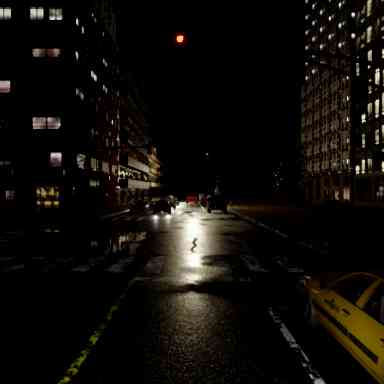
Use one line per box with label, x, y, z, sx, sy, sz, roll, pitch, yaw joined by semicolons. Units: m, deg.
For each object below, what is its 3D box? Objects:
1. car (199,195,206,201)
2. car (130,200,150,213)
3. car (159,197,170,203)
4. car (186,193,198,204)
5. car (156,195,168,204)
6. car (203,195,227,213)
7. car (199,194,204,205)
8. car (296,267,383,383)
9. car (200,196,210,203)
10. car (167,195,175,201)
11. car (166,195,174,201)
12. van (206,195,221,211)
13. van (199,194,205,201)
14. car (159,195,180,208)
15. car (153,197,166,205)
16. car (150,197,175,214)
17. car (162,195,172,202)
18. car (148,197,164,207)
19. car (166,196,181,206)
car;2.683;1.611;86.306;1.752;1.417;4.829;0;0;0
car;-5.694;1.562;36.396;2.008;1.369;4.403;0;0;0
car;-5.696;1.637;69.556;1.802;1.307;4.206;0;0;0
car;-0.003;1.270;65.203;2.150;2.045;5.566;0;0;0
car;-5.697;1.487;64.029;1.967;1.590;4.097;0;0;0
car;2.684;1.326;36.397;2.192;1.841;5.009;0;0;0
car;2.683;1.353;58.502;2.192;1.841;5.009;0;0;0
car;2.686;1.525;4.154;1.752;1.417;4.829;0;0;0
car;2.684;1.600;69.556;1.887;1.381;4.507;0;0;0
car;-5.697;1.642;91.661;1.887;1.381;4.507;0;0;0
car;-5.697;1.611;85.966;1.752;1.417;4.829;0;0;0
van;2.684;1.357;41.922;1.690;1.788;3.998;0;0;0
van;2.682;1.439;91.662;1.690;1.788;3.998;0;0;0
car;-3.090;1.567;45.432;2.033;1.411;5.357;0;0;0
car;-5.696;1.582;58.501;1.887;1.381;4.507;0;0;0
car;-3.123;1.558;35.304;2.033;1.411;5.357;0;0;-4
car;-5.697;1.505;75.082;1.967;1.590;4.097;0;0;0
car;-5.696;1.580;52.975;2.008;1.369;4.403;0;0;0
car;-3.048;1.525;55.625;2.128;1.511;4.902;0;0;0
